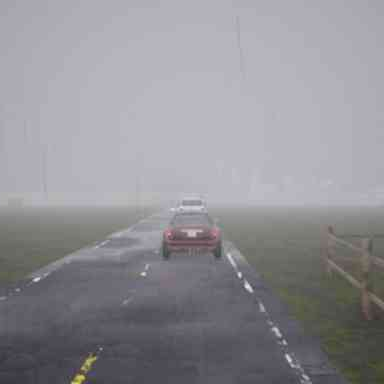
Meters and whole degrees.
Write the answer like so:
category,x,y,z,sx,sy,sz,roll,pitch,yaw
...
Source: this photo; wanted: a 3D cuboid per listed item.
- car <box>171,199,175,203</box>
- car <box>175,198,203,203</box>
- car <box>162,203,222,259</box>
category,x,y,z,sx,sy,sz,roll,pitch,yaw
car,-2.835,2.104,60.497,2.128,1.511,4.902,0,-1,1
car,-0.008,1.502,27.556,2.150,2.045,5.566,0,0,0
car,0.010,1.486,13.412,2.097,1.767,4.553,0,-1,0
